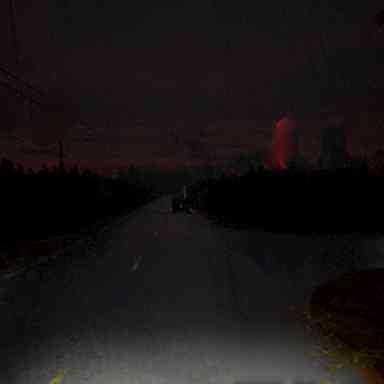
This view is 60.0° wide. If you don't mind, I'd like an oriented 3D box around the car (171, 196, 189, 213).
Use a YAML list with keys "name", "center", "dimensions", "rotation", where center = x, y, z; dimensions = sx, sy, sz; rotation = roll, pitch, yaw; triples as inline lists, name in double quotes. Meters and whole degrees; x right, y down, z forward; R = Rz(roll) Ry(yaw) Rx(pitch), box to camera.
- name: "car"
  center: [-1.297, 1.537, 37.040]
  dimensions: [2.033, 1.411, 5.357]
  rotation: [0, 0, -3]

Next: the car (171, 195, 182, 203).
- name: "car"
  center: [-3.297, 1.473, 68.681]
  dimensions: [2.128, 1.511, 4.902]
  rotation: [0, 0, -4]
